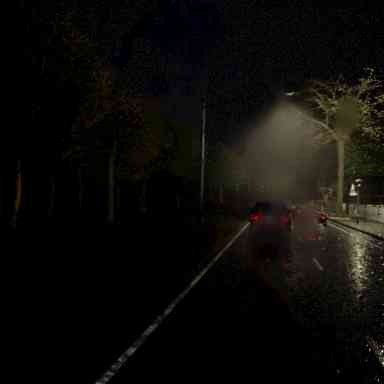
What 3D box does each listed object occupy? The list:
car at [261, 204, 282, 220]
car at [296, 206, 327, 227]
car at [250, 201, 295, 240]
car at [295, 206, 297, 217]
[{"bbox_3d":[8.896,2.148,37.352,2.128,1.511,4.902,1,-1,14],"label":"car"},{"bbox_3d":[10.383,2.103,28.702,1.837,1.490,4.892,1,0,14],"label":"car"},{"bbox_3d":[4.681,1.567,19.837,2.150,2.045,5.566,1,-1,14],"label":"car"},{"bbox_3d":[13.085,2.360,39.990,1.994,1.385,4.181,1,-1,14],"label":"car"}]
